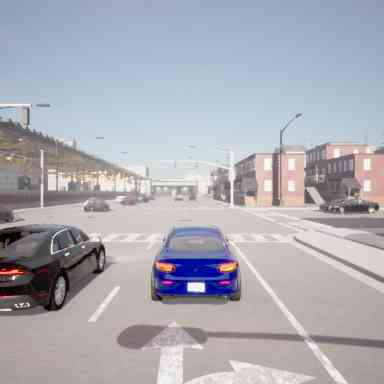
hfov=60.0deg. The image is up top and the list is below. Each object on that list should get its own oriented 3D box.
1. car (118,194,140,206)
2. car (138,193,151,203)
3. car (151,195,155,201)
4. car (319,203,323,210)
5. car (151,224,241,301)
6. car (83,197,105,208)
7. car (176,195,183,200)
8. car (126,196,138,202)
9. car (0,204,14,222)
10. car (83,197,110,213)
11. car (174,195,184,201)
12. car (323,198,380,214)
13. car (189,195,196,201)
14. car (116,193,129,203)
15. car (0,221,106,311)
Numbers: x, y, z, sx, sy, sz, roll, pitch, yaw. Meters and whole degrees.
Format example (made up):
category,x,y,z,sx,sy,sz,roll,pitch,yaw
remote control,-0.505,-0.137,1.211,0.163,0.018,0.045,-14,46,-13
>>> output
category,x,y,z,sx,sy,sz,roll,pitch,yaw
car,-10.496,1.478,55.568,1.882,1.535,5.008,0,0,0
car,-10.387,1.224,68.785,2.150,2.045,5.566,0,0,0
car,-10.363,1.519,83.644,2.033,1.411,5.357,0,0,0
car,17.082,1.505,38.028,4.892,1.490,1.837,0,0,0
car,0.091,1.526,8.219,1.812,1.442,4.674,0,0,0
car,-14.018,1.526,47.764,1.812,1.442,4.674,0,0,0
car,-3.349,1.524,92.129,1.812,1.442,4.674,0,0,0
car,-13.873,1.552,77.591,1.994,1.385,4.181,0,0,0
car,-14.050,1.525,22.792,1.812,1.442,4.674,0,0,0
car,-10.540,1.564,37.024,1.994,1.385,4.181,0,0,0
car,-3.366,1.595,82.083,1.895,1.301,4.718,0,0,0
car,16.779,1.491,34.521,4.902,1.511,2.128,0,0,0
car,0.134,1.500,81.583,1.837,1.490,4.892,0,0,0
car,-13.895,1.223,67.440,2.150,2.045,5.566,0,0,0
car,-3.416,1.505,7.761,1.837,1.490,4.892,0,0,0
